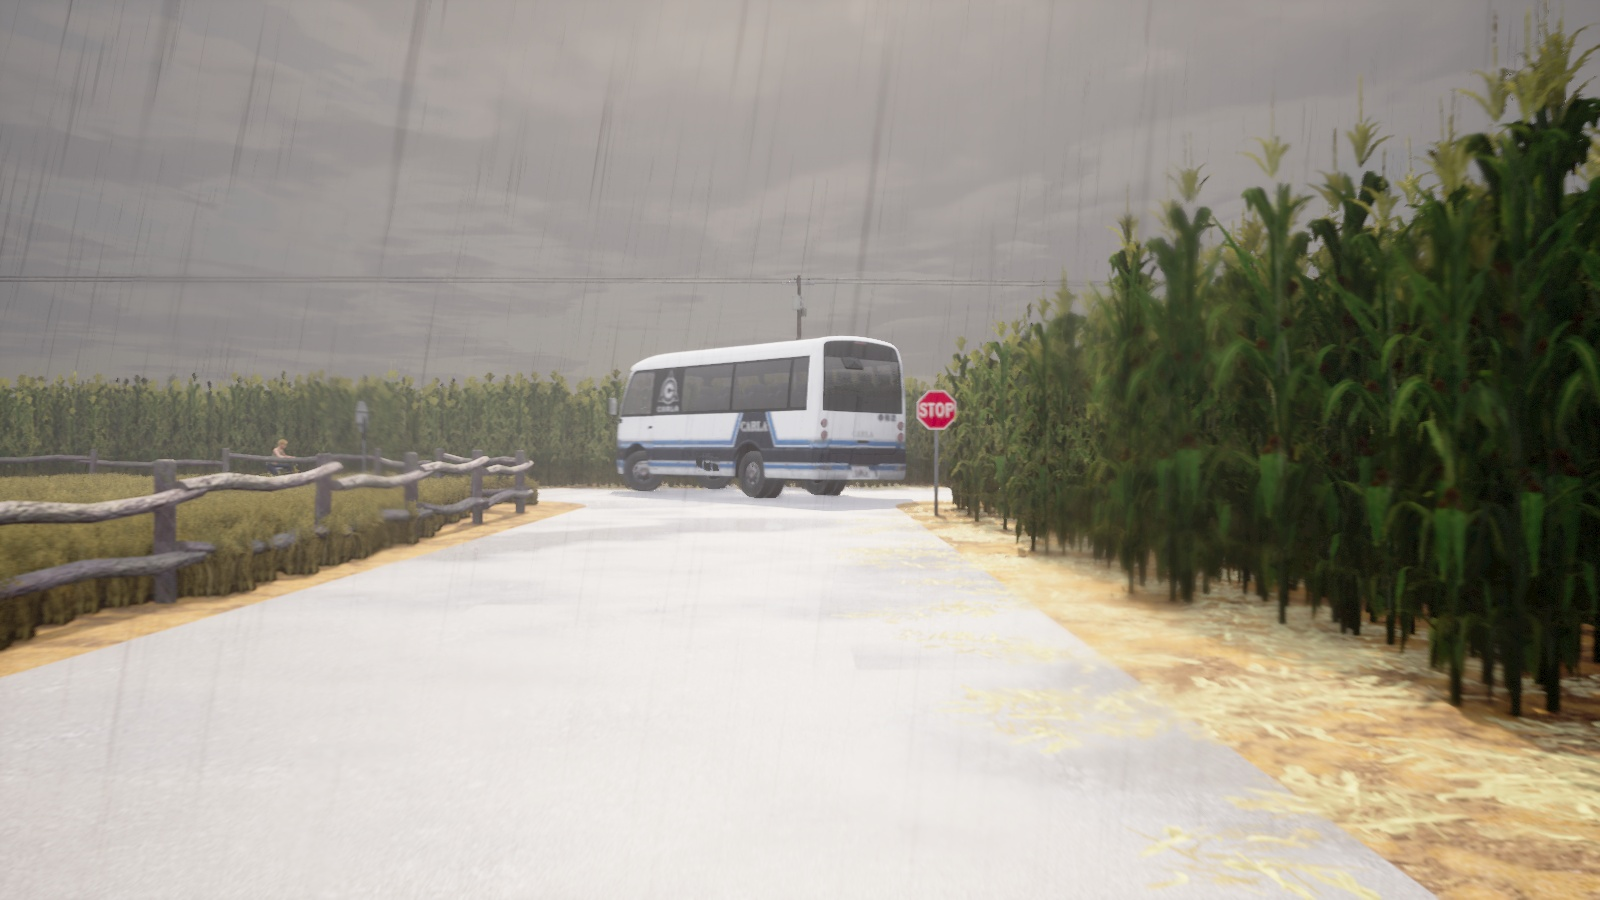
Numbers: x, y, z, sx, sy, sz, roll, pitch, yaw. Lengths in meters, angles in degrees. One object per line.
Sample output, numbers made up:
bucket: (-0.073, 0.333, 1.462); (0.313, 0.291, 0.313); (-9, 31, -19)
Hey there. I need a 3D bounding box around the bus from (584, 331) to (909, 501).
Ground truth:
bus: (-1.893, -0.838, 36.575); (3.944, 4.253, 10.273); (1, -1, -40)
